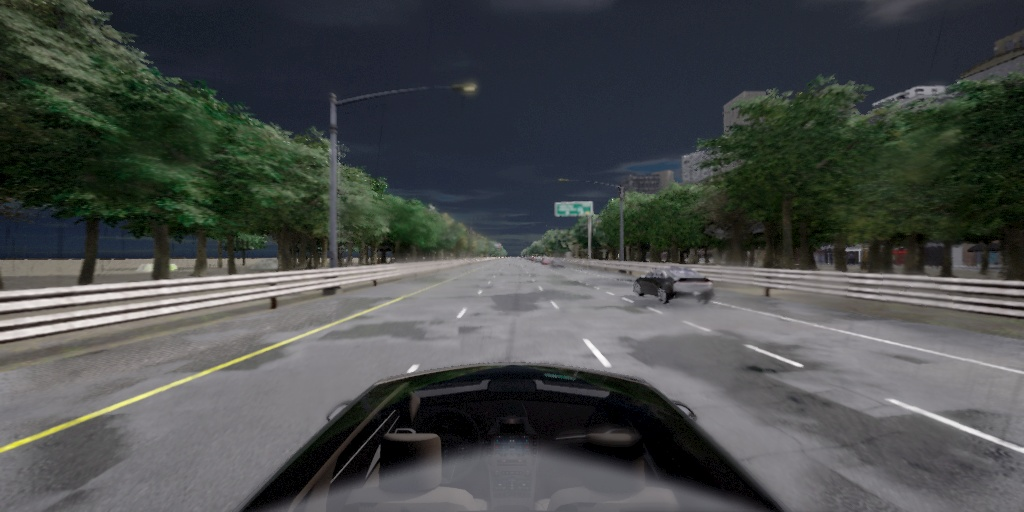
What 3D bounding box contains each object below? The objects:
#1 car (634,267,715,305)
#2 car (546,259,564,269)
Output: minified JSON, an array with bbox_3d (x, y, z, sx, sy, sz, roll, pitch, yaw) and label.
[{"bbox_3d":[7.011,1.248,16.017,2.128,1.511,4.902,0,0,0],"label":"car"},{"bbox_3d":[7.158,1.284,57.024,2.033,1.411,5.357,0,0,0],"label":"car"}]
